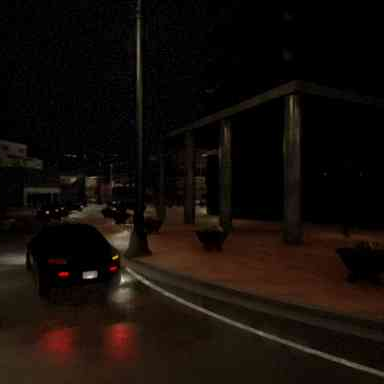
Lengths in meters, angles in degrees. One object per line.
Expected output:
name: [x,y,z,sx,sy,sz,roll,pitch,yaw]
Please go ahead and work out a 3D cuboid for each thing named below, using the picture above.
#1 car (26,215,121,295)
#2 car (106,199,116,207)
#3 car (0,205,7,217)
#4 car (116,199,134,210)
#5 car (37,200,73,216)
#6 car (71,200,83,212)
car: [-3.333,1.591,9.001,1.812,1.442,4.674,1,-1,-31]
car: [-12.370,1.945,54.650,1.837,1.490,4.892,0,-1,14]
car: [-19.656,1.614,30.491,1.882,1.535,5.008,0,-1,27]
car: [-9.365,1.786,51.464,2.097,1.767,4.553,0,-1,13]
car: [-12.956,1.766,31.231,1.994,1.385,4.181,0,-1,-7]
car: [-15.551,1.786,41.420,1.837,1.490,4.892,0,-1,14]
